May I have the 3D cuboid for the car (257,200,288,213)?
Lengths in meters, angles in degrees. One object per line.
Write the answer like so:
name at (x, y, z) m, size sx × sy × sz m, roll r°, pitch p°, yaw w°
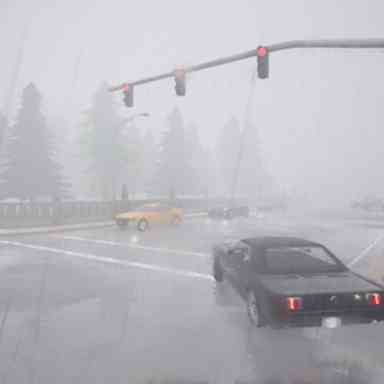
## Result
car at (9.216, 1.563, 37.557) m, size 2.033 × 1.411 × 5.357 m, roll 0°, pitch 0°, yaw 36°

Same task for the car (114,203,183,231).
car at (-2.623, 1.494, 21.006) m, size 1.882 × 1.535 × 5.008 m, roll 0°, pitch 0°, yaw 36°

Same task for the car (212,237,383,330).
car at (1.722, 1.604, 7.003) m, size 1.895 × 1.301 × 4.718 m, roll 0°, pitch 0°, yaw -8°

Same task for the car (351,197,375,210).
car at (21.951, 1.606, 43.005) m, size 1.895 × 1.301 × 4.718 m, roll 0°, pitch 0°, yaw 36°

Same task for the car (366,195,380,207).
car at (27.327, 1.357, 50.531) m, size 2.097 × 1.767 × 4.553 m, roll 0°, pitch 0°, yaw 36°

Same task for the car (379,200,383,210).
car at (24.614, 1.602, 40.709) m, size 1.895 × 1.301 × 4.718 m, roll 0°, pitch 0°, yaw 36°

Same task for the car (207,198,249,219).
car at (3.240, 1.368, 29.206) m, size 2.097 × 1.767 × 4.553 m, roll 0°, pitch 0°, yaw 36°
